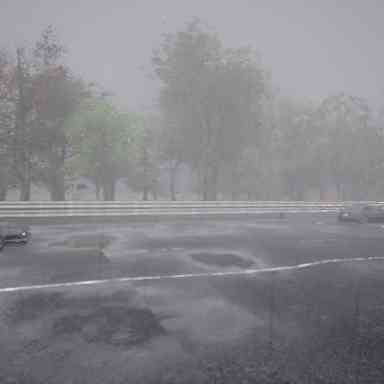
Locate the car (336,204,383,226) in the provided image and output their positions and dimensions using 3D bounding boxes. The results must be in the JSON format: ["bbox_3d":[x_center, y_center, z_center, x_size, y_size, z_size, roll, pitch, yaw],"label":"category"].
[{"bbox_3d":[12.116,1.539,23.034,4.181,1.385,1.994,1,0,-23],"label":"car"}]

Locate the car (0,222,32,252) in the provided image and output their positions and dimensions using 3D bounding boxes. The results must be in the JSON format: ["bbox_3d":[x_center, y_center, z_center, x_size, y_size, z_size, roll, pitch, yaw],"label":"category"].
[{"bbox_3d":[-8.179,1.271,10.746,5.357,1.411,2.033,1,0,-23],"label":"car"}]
